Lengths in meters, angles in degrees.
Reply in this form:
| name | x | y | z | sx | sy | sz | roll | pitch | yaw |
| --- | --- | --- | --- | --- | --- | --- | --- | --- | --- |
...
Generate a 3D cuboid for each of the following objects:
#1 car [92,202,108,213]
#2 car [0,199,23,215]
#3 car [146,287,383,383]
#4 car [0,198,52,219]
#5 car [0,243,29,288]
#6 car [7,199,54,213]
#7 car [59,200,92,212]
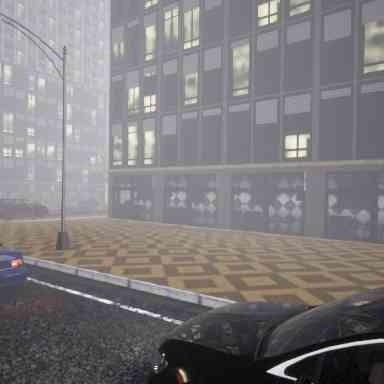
| name | x | y | z | sx | sy | sz | roll | pitch | yaw |
| --- | --- | --- | --- | --- | --- | --- | --- | --- | --- |
| car | -9.233 | 1.829 | 40.156 | 1.752 | 1.417 | 4.829 | 1 | 0 | 37 |
| car | -20.565 | 1.590 | 34.578 | 1.882 | 1.535 | 5.008 | 1 | 0 | 37 |
| car | 1.825 | 1.505 | 2.381 | 4.892 | 1.490 | 1.837 | 0 | 0 | 35 |
| car | -16.049 | 1.519 | 30.958 | 2.192 | 1.841 | 5.009 | 1 | 0 | 37 |
| car | -6.096 | 1.543 | 8.051 | 5.357 | 1.411 | 2.033 | 0 | 0 | 36 |
| car | -19.528 | 1.642 | 40.339 | 1.752 | 1.417 | 4.829 | 1 | 0 | 37 |
| car | -14.316 | 1.752 | 43.007 | 2.033 | 1.411 | 5.357 | 1 | 0 | 37 |
